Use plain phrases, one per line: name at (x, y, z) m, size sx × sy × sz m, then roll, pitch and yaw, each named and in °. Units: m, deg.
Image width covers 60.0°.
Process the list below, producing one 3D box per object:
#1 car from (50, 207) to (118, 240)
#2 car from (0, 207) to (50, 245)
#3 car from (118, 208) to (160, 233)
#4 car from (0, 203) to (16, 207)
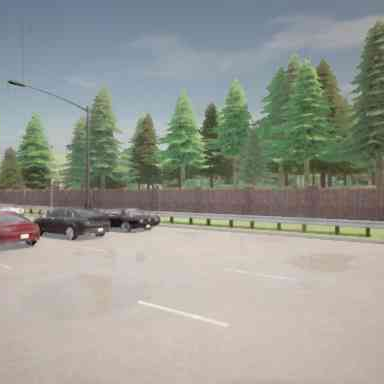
car at (-6.244, 1.514, 16.922) m, size 4.892 × 1.490 × 1.837 m, roll 0°, pitch 0°, yaw 36°
car at (-8.277, 1.530, 14.072) m, size 4.674 × 1.442 × 1.812 m, roll 0°, pitch 0°, yaw 36°
car at (-4.236, 1.614, 19.788) m, size 4.718 × 1.301 × 1.895 m, roll 0°, pitch 0°, yaw 36°
car at (-16.448, 1.614, 28.499) m, size 4.718 × 1.301 × 1.895 m, roll 0°, pitch 0°, yaw 36°
